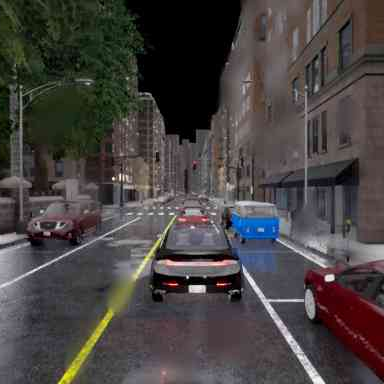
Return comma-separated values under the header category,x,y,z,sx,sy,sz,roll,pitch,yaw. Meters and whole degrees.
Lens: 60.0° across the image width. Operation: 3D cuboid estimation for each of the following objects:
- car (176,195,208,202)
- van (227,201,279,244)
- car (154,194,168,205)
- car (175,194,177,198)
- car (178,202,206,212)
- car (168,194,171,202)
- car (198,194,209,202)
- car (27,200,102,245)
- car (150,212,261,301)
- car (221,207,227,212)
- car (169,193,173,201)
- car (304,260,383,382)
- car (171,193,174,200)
category,x,y,z,sx,sy,sz,roll,pitch,yaw
car,0.029,1.338,27.493,2.097,1.767,4.553,0,0,2
van,2.845,1.336,15.586,1.690,1.788,3.998,0,0,0
car,-5.710,1.480,59.059,1.752,1.417,4.829,0,0,0
car,-5.728,1.496,86.483,2.008,1.369,4.403,0,0,0
car,0.091,1.519,18.536,1.812,1.442,4.674,0,0,0
car,-5.713,1.502,64.680,2.008,1.369,4.403,0,0,0
car,2.803,1.387,75.624,1.967,1.590,4.097,0,0,0
car,-5.680,1.310,15.541,2.192,1.841,5.009,0,0,0
car,0.094,1.490,8.274,2.128,1.511,4.902,0,0,0
car,2.841,1.557,21.247,1.947,1.339,4.313,0,0,0
car,-5.717,1.493,70.131,1.887,1.381,4.507,0,0,0
car,2.853,1.544,4.266,1.887,1.381,4.507,0,0,0
car,-5.721,1.491,75.582,1.887,1.381,4.507,0,0,0
